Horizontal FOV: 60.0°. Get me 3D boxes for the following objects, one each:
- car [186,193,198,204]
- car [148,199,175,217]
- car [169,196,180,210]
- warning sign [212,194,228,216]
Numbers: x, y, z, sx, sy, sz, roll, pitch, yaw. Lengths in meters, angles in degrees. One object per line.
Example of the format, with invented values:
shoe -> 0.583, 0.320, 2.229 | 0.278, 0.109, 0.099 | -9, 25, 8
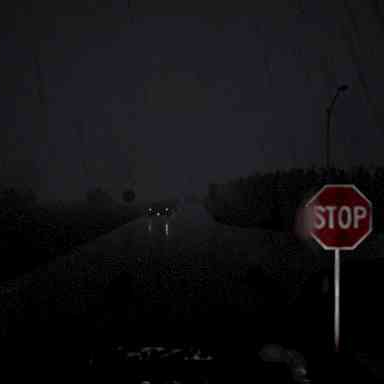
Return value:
car -> -0.101, 1.281, 61.154 | 2.097, 1.767, 4.553 | 0, 0, 0
car -> -2.897, 1.582, 30.767 | 1.895, 1.301, 4.718 | 0, 0, 0
car -> -2.915, 1.534, 41.057 | 1.994, 1.385, 4.181 | 0, 0, 0
warning sign -> 2.400, 1.098, 28.751 | 1.300, 1.860, 1.060 | 0, 0, 0
